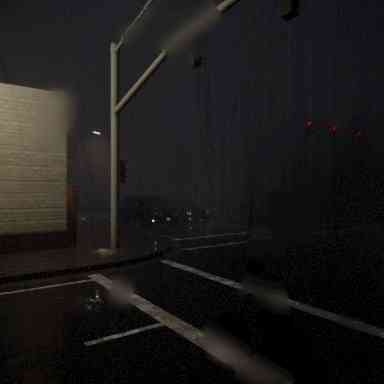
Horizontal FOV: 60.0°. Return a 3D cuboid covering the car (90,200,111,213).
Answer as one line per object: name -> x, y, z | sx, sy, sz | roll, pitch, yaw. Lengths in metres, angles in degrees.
car -> -10.352, 1.620, 38.698 | 1.994, 1.385, 4.181 | 0, 0, -35

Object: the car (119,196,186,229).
car -> -3.031, 1.276, 22.377 | 2.150, 2.045, 5.566 | 0, 0, -36

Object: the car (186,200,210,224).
car -> -0.663, 1.408, 25.091 | 2.097, 1.767, 4.553 | 0, 0, -35

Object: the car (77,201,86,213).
car -> -13.105, 1.620, 36.529 | 1.994, 1.385, 4.181 | 0, 0, -35
